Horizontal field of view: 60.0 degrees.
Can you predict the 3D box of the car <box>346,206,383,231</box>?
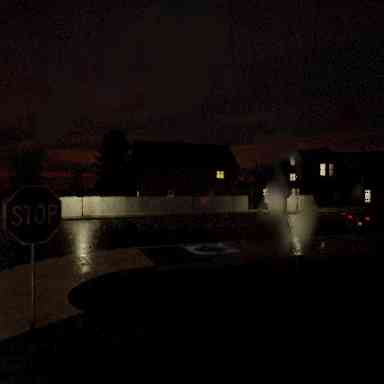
[{"bbox_3d":[11.544,1.475,19.451,4.718,1.301,1.895,0,0,-19],"label":"car"}]
